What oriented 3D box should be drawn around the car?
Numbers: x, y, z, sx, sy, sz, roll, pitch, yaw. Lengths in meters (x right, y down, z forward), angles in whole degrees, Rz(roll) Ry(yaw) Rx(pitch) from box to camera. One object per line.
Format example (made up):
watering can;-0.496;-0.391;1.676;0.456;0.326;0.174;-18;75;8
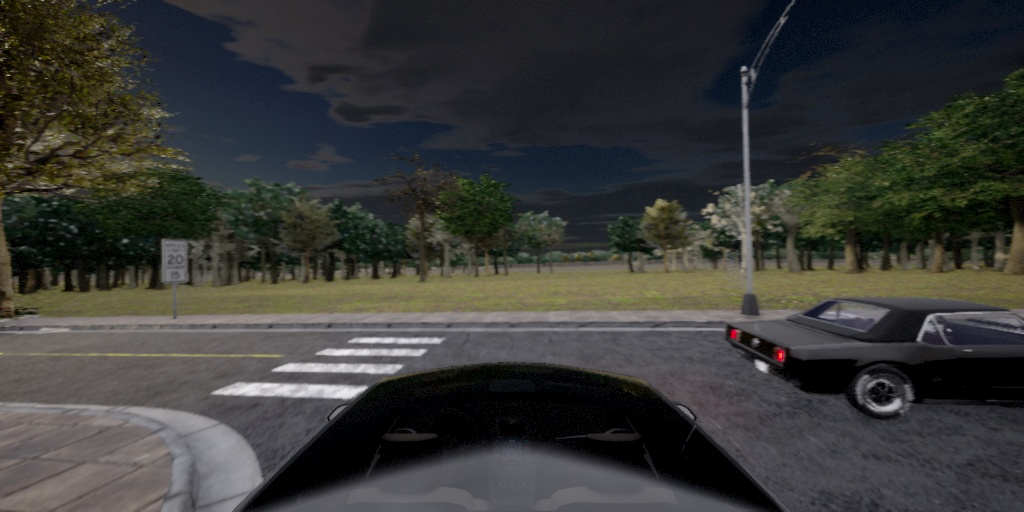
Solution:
car;5.781;1.222;4.848;4.718;1.301;1.895;-2;-1;9
